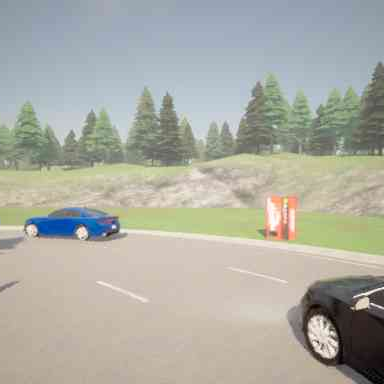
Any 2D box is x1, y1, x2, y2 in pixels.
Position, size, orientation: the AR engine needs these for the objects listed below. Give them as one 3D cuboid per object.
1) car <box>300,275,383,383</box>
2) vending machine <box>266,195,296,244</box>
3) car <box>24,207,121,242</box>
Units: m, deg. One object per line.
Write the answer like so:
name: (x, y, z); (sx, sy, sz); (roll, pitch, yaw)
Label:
car: (2.929, 1.507, 3.129); (1.837, 1.490, 4.892); (1, 0, -14)
vending machine: (4.051, 1.195, 15.098); (0.880, 2.100, 1.100); (0, 0, 43)
car: (-5.931, 1.477, 16.358); (5.008, 1.535, 1.882); (0, -1, 22)
